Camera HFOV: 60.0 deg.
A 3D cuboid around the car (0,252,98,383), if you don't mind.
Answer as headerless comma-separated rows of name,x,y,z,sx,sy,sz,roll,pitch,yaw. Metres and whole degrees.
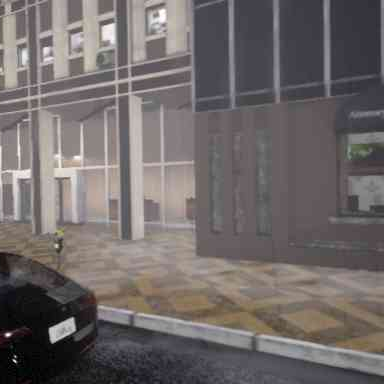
car,-3.254,1.521,4.443,4.313,1.339,1.947,0,1,25
